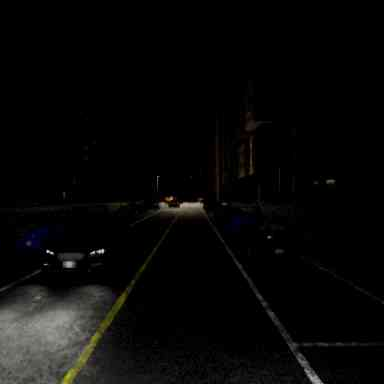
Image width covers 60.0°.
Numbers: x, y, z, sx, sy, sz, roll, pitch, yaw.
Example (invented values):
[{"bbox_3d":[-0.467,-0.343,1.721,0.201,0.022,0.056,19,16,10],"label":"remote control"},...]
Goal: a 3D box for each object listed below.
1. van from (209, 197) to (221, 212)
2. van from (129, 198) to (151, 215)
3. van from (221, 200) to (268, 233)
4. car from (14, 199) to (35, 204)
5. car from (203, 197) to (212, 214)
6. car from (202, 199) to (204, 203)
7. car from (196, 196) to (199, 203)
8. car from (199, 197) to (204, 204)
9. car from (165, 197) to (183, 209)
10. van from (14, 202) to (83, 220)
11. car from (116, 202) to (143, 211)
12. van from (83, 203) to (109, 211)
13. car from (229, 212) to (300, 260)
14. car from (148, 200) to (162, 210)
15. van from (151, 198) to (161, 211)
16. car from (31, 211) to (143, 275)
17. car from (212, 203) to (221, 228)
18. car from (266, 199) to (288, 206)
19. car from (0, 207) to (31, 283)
[{"bbox_3d":[2.746,1.597,29.712,1.690,1.788,3.998,0,-1,0],"label":"van"},{"bbox_3d":[-5.782,1.647,35.375,1.690,1.788,3.998,0,-1,0],"label":"van"},{"bbox_3d":[2.751,1.498,18.357,1.690,1.788,3.998,0,0,0],"label":"van"},{"bbox_3d":[-31.930,2.163,64.269,4.674,1.442,1.812,0,0,0],"label":"car"},{"bbox_3d":[2.740,1.796,41.065,1.967,1.590,4.097,0,-1,0],"label":"car"},{"bbox_3d":[2.737,1.988,46.742,1.802,1.307,4.206,0,-1,0],"label":"car"},{"bbox_3d":[2.720,2.251,79.391,2.008,1.369,4.403,0,-1,0],"label":"car"},{"bbox_3d":[2.734,1.772,52.421,2.192,1.841,5.009,0,-1,0],"label":"car"},{"bbox_3d":[-3.029,2.004,56.238,1.882,1.535,5.008,0,-1,0],"label":"car"},{"bbox_3d":[-5.771,1.450,12.666,1.690,1.788,3.998,0,0,0],"label":"van"},{"bbox_3d":[-5.779,1.838,29.696,1.802,1.307,4.206,0,0,0],"label":"car"},{"bbox_3d":[-5.774,1.499,18.343,1.690,1.788,3.998,0,0,0],"label":"van"},{"bbox_3d":[2.755,1.659,12.678,2.008,1.369,4.403,0,0,0],"label":"car"},{"bbox_3d":[-5.791,1.981,52.235,1.752,1.417,4.829,0,-1,0],"label":"car"},{"bbox_3d":[-5.788,1.748,46.729,1.690,1.788,3.998,0,-1,0],"label":"van"},{"bbox_3d":[-3.105,1.585,10.863,2.128,1.511,4.902,0,0,0],"label":"car"},{"bbox_3d":[2.749,1.751,24.033,1.887,1.381,4.507,0,0,0],"label":"car"},{"bbox_3d":[16.216,2.051,64.495,4.674,1.442,1.812,0,0,0],"label":"car"},{"bbox_3d":[-5.768,1.376,6.989,2.192,1.841,5.009,0,0,0],"label":"car"}]
